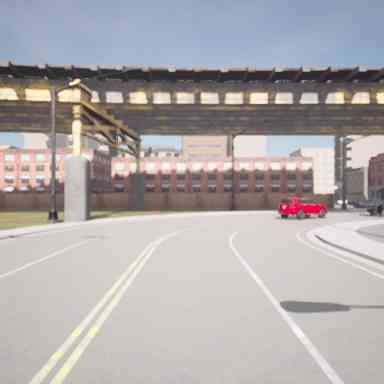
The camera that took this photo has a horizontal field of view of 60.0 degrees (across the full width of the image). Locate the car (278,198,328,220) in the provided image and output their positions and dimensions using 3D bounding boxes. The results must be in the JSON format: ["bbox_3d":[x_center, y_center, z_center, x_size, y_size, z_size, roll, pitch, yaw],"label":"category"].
[{"bbox_3d":[10.743,1.573,32.262,5.566,2.045,2.150,0,-1,-34],"label":"car"}]

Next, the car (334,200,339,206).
[{"bbox_3d":[29.771,2.251,73.585,4.974,1.542,2.038,0,-1,-39],"label":"car"}]

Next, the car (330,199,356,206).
[{"bbox_3d":[33.778,2.258,74.329,2.038,1.542,4.974,0,-1,-34],"label":"car"}]

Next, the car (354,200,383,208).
[{"bbox_3d":[29.292,1.889,54.775,1.853,1.218,4.536,0,-1,-29],"label":"car"}]

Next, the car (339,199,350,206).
[{"bbox_3d":[33.807,2.100,74.287,1.853,1.218,4.536,0,-1,-34],"label":"car"}]

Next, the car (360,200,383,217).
[{"bbox_3d":[21.553,1.886,36.247,4.902,1.511,2.128,0,-1,-10],"label":"car"}]

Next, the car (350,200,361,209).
[{"bbox_3d":[29.318,2.046,54.728,2.038,1.542,4.974,0,-1,-29],"label":"car"}]
